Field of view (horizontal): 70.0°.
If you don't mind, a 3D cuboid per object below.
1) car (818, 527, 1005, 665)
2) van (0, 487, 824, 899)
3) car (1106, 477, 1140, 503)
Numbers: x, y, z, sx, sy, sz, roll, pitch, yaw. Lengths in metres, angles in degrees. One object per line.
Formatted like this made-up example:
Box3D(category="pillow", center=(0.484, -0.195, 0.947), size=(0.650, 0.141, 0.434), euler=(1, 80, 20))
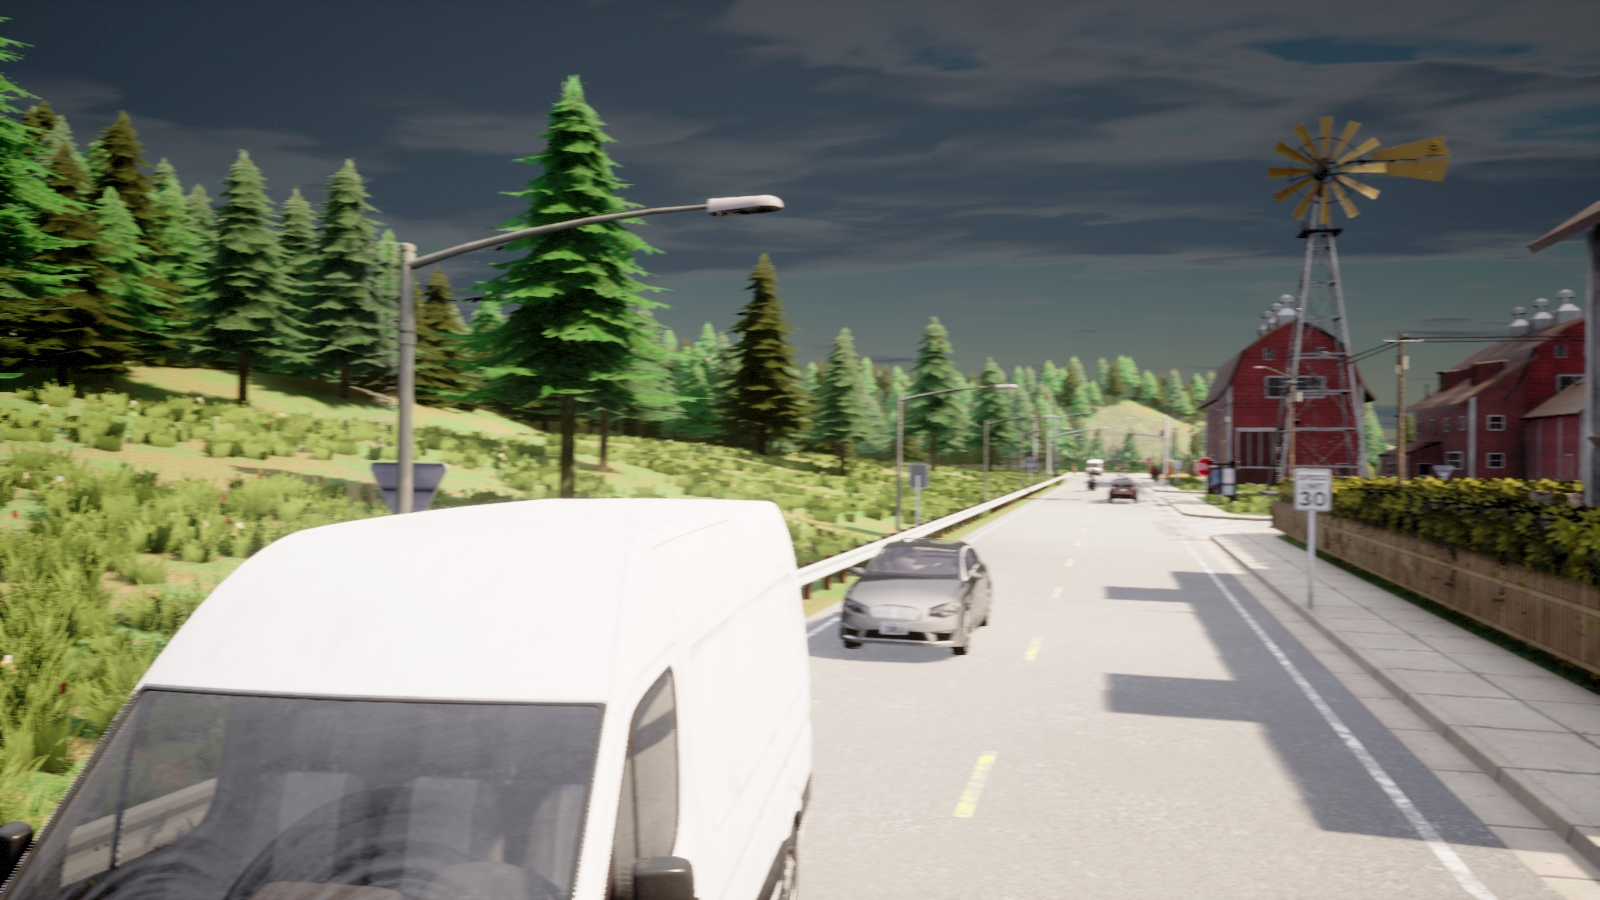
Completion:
Box3D(category="car", center=(1.939, 2.146, 18.067), size=(2.128, 1.511, 4.902), euler=(1, 0, 15))
Box3D(category="van", center=(-1.226, 1.528, 5.007), size=(1.988, 2.561, 5.915), euler=(0, 0, 8))
Box3D(category="car", center=(20.823, 2.576, 73.644), size=(2.007, 1.525, 4.514), euler=(1, 0, 16))
